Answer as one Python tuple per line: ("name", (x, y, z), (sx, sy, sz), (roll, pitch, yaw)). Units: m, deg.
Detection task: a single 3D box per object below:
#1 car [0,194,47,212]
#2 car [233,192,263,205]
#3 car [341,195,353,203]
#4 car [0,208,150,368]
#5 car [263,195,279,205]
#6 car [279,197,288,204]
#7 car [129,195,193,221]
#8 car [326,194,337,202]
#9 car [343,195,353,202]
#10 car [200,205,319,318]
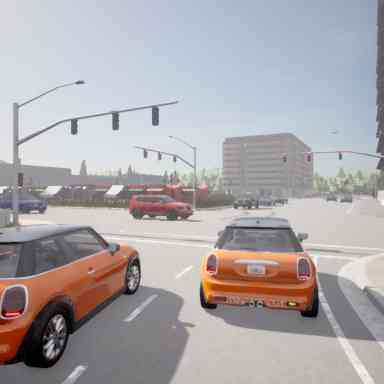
("car", (-18.102, 1.281, 35.701), (5.566, 2.045, 2.150), (-1, 0, 28))
("car", (7.349, 1.221, 44.516), (2.150, 2.045, 5.566), (0, 0, 27))
("car", (31.954, 1.595, 68.991), (1.895, 1.301, 4.718), (0, 0, 27))
("car", (-2.509, 1.352, 6.052), (2.097, 1.767, 4.553), (0, 0, 9))
("car", (11.940, 1.352, 53.366), (2.097, 1.767, 4.553), (0, 0, 27))
("car", (16.565, 1.601, 62.209), (1.895, 1.301, 4.718), (0, 0, 28))
("car", (-2.648, 1.261, 27.549), (5.566, 2.045, 2.150), (0, 0, 28))
("car", (33.386, 1.355, 79.371), (2.097, 1.767, 4.553), (0, 0, 27))
("car", (36.526, 1.500, 77.823), (1.837, 1.490, 4.892), (0, 0, 27))
("car", (1.603, 1.352, 7.770), (2.097, 1.767, 4.553), (0, 0, 14))
